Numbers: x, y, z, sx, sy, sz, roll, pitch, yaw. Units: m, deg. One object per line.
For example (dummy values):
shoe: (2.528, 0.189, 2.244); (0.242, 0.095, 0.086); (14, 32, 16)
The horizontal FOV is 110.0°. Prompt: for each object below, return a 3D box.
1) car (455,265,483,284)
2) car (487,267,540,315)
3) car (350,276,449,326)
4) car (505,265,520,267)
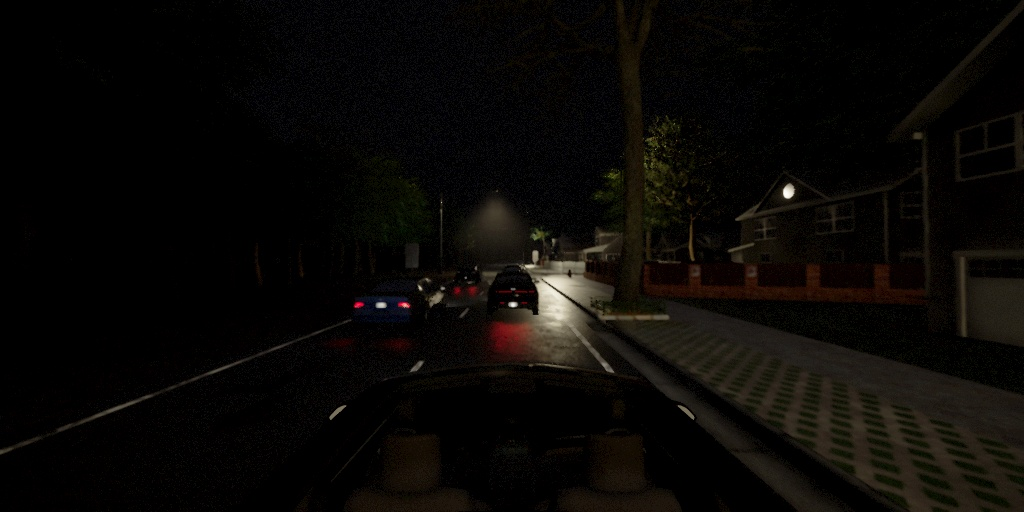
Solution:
car: (-3.445, 1.445, 29.238); (2.128, 1.511, 4.902); (0, 0, 0)
car: (0.051, 1.361, 14.271); (1.837, 1.490, 4.892); (0, 0, 0)
car: (-3.473, 1.386, 12.074); (2.033, 1.411, 5.357); (0, 0, 1)
car: (0.055, 1.482, 29.920); (1.812, 1.442, 4.674); (0, 0, 0)
